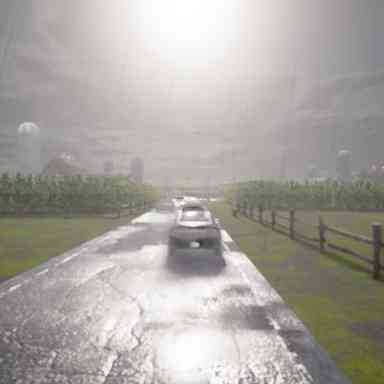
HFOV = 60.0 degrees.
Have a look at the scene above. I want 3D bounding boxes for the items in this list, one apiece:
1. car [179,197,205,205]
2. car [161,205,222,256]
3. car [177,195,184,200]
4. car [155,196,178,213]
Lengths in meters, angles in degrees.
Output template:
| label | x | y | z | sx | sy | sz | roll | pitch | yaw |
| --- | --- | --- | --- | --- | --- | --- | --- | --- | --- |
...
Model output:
| label | x | y | z | sx | sy | sz | roll | pitch | yaw |
| --- | --- | --- | --- | --- | --- | --- | --- | --- | --- |
| car | 0.086 | 1.460 | 28.580 | 1.837 | 1.490 | 4.892 | 0 | 0 | 0 |
| car | 0.089 | 1.465 | 13.006 | 2.128 | 1.511 | 4.902 | 0 | 0 | 0 |
| car | -2.767 | 1.383 | 77.646 | 1.895 | 1.301 | 4.718 | 0 | 0 | 0 |
| car | -2.852 | 1.454 | 35.986 | 1.837 | 1.490 | 4.892 | 0 | 0 | 0 |
